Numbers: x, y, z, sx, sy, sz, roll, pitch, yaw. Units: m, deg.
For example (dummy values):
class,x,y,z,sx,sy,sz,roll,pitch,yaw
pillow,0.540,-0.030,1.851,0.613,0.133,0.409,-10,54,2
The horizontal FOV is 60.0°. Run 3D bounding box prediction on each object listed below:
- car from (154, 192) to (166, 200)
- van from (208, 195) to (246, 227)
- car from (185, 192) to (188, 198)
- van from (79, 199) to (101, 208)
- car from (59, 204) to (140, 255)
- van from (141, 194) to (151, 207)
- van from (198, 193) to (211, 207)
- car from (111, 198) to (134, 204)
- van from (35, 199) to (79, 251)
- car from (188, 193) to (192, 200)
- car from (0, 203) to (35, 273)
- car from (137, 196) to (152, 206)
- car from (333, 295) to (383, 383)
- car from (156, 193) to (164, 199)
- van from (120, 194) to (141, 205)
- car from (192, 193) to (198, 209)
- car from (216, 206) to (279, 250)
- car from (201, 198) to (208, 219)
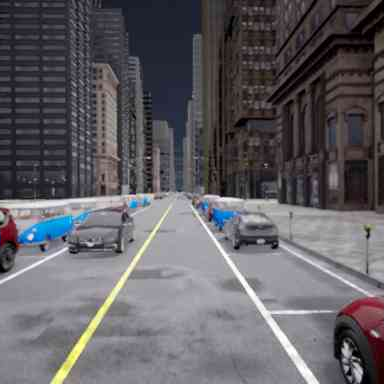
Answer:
class,x,y,z,sx,sy,sz,roll,pitch,yaw
car,-8.630,1.055,85.842,2.192,1.841,5.009,0,0,-2
van,2.141,1.252,19.499,1.690,1.788,3.998,0,0,-2
car,0.081,1.259,80.503,2.008,1.369,4.403,0,0,-2
van,-6.379,1.302,19.201,1.690,1.788,3.998,0,0,-2
car,-3.412,1.471,13.322,1.837,1.490,4.892,0,0,-2
van,-7.337,1.204,47.572,1.690,1.788,3.998,0,0,-2
van,1.757,1.212,30.847,1.690,1.788,3.998,0,0,-2
car,-6.760,1.502,30.550,1.802,1.307,4.206,0,0,-2
van,-6.187,1.323,13.527,1.690,1.788,3.998,0,0,-2
car,0.990,1.109,53.544,2.192,1.841,5.009,0,0,-2
car,-5.996,1.318,7.853,2.192,1.841,5.009,0,0,-2
car,-7.522,1.370,53.077,1.752,1.417,4.829,0,0,-2
car,2.717,1.414,2.475,1.967,1.590,4.097,0,0,-2
car,-8.820,1.163,91.481,1.967,1.590,4.097,0,0,-2
van,-6.954,1.242,36.224,1.690,1.788,3.998,0,0,-2
car,1.375,1.272,42.196,1.967,1.590,4.097,0,0,-2
car,2.334,1.483,13.825,2.008,1.369,4.403,0,0,-2
car,1.951,1.436,25.173,1.887,1.381,4.507,0,0,-2
